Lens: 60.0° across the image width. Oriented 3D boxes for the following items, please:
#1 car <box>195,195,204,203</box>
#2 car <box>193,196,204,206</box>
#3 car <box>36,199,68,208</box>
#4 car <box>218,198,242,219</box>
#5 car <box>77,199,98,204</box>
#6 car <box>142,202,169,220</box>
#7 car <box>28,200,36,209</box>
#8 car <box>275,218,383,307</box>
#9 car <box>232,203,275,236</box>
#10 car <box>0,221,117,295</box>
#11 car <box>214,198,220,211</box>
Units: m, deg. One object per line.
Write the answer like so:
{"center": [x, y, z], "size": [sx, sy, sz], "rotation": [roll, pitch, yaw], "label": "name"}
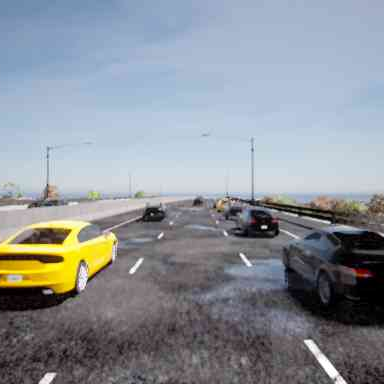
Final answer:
{"center": [1.919, 1.689, 80.287], "size": [2.097, 1.767, 4.553], "rotation": [0, 0, 3], "label": "car"}
{"center": [1.095, 1.777, 60.808], "size": [1.837, 1.490, 4.892], "rotation": [0, 0, 2], "label": "car"}
{"center": [-17.048, 1.660, 41.485], "size": [1.837, 1.490, 4.892], "rotation": [0, -1, 2], "label": "car"}
{"center": [3.778, 1.594, 29.738], "size": [2.128, 1.511, 4.902], "rotation": [0, 0, 1], "label": "car"}
{"center": [-13.509, 1.654, 43.114], "size": [2.128, 1.511, 4.902], "rotation": [0, 0, 2], "label": "car"}
{"center": [-3.126, 1.588, 28.966], "size": [2.128, 1.511, 4.902], "rotation": [0, 0, 1], "label": "car"}
{"center": [-20.441, 1.683, 45.362], "size": [1.837, 1.490, 4.892], "rotation": [0, -1, 2], "label": "car"}
{"center": [3.523, 1.550, 7.894], "size": [1.812, 1.442, 4.674], "rotation": [0, 0, 0], "label": "car"}
{"center": [3.615, 1.585, 18.825], "size": [1.812, 1.442, 4.674], "rotation": [0, 0, 1], "label": "car"}
{"center": [-3.363, 1.504, 8.819], "size": [1.882, 1.535, 5.008], "rotation": [0, 0, 0], "label": "car"}
{"center": [4.010, 1.631, 40.658], "size": [1.882, 1.535, 5.008], "rotation": [0, 0, 1], "label": "car"}
